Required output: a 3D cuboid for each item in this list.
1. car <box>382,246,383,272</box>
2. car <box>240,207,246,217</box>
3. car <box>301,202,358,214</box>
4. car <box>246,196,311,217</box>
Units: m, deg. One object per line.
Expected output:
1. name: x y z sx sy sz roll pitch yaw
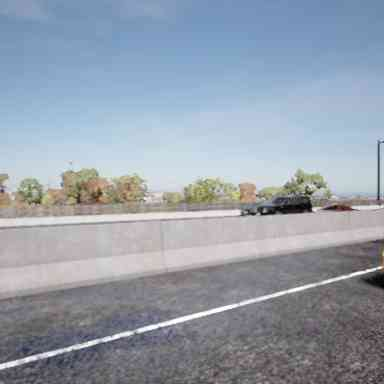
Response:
1. car: 6.883 1.517 8.602 5.008 1.535 1.882 0 0 -35
2. car: 6.498 1.591 29.915 4.892 1.490 1.837 0 0 -35
3. car: 10.257 1.612 24.005 4.674 1.442 1.812 0 0 -35
4. car: 7.214 1.302 26.158 5.566 2.045 2.150 0 0 -35
